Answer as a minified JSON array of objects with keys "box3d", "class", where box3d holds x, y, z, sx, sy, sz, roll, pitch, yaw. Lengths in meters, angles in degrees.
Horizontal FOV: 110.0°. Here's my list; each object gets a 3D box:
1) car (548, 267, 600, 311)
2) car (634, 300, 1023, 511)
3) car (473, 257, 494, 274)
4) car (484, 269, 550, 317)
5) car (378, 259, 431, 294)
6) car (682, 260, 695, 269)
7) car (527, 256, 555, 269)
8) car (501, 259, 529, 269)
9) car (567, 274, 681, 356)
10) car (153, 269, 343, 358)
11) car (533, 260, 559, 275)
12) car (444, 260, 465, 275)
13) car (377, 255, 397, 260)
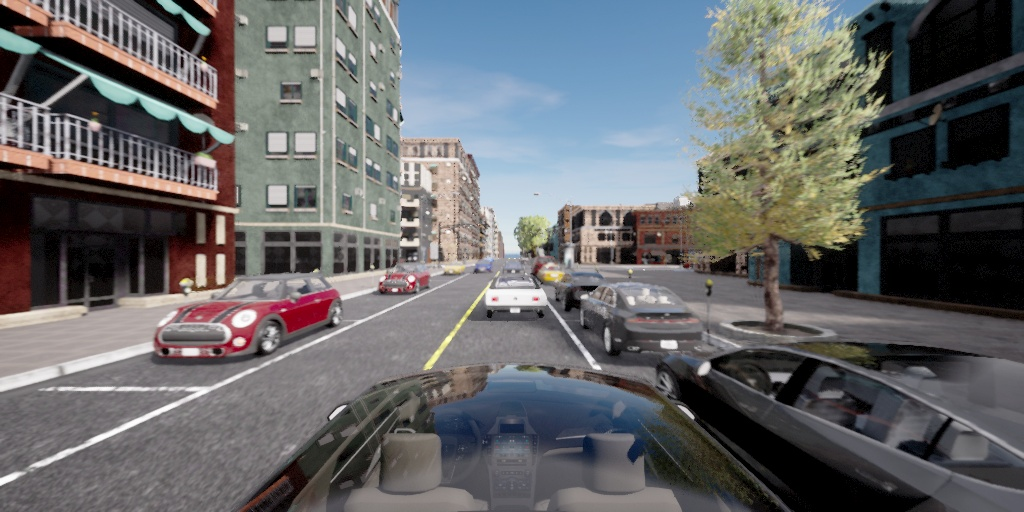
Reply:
[{"box3d":[2.691,1.267,13.877,1.948,1.339,4.313,0,0,0],"class":"car"},{"box3d":[2.691,1.311,2.800,1.948,1.339,4.313,0,0,0],"class":"car"},{"box3d":[-3.035,1.127,38.961,1.812,1.442,4.674,0,0,1],"class":"car"},{"box3d":[0.102,1.306,12.858,1.895,1.301,4.718,0,0,0],"class":"car"},{"box3d":[-5.688,1.119,19.418,1.967,1.591,4.097,0,0,0],"class":"car"},{"box3d":[26.152,1.227,50.521,4.507,1.381,1.888,0,0,0],"class":"car"},{"box3d":[2.693,0.950,30.496,2.192,1.841,5.009,0,0,0],"class":"car"},{"box3d":[0.103,1.189,28.912,2.033,1.411,5.357,0,0,0],"class":"car"},{"box3d":[2.691,1.274,8.337,2.007,1.370,4.403,0,0,0],"class":"car"},{"box3d":[-5.690,1.163,8.339,1.967,1.591,4.097,0,0,0],"class":"car"},{"box3d":[2.693,1.183,25.126,1.751,1.417,4.829,0,0,0],"class":"car"},{"box3d":[-5.688,1.138,35.867,1.751,1.417,4.829,0,0,0],"class":"car"},{"box3d":[-17.272,0.819,50.268,5.009,1.841,2.192,0,0,0],"class":"car"}]
